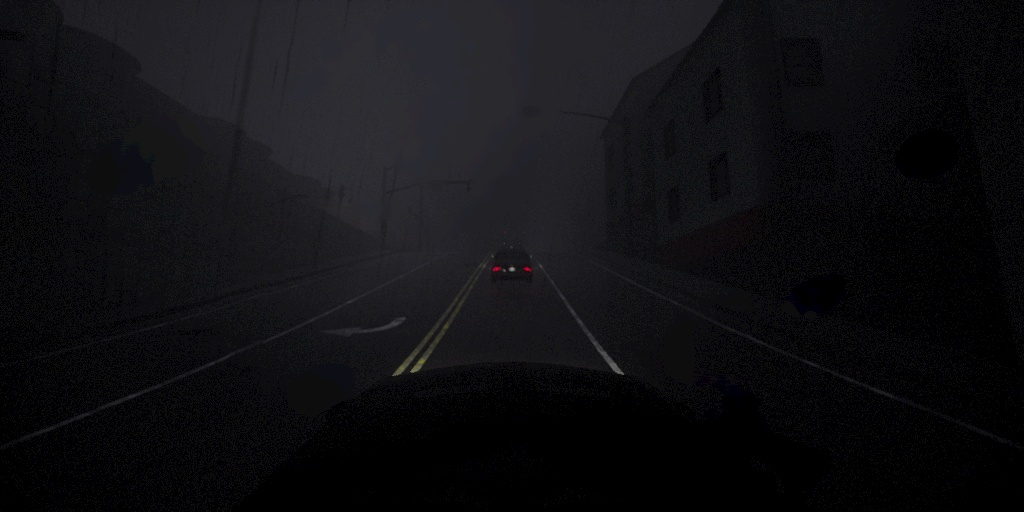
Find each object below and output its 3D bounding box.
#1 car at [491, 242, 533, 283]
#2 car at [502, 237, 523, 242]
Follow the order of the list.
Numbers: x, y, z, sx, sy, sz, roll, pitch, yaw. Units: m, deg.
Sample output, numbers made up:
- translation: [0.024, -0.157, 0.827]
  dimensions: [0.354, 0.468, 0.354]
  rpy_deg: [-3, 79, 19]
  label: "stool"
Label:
- translation: [-0.007, 0.335, 16.586]
  dimensions: [2.033, 1.411, 5.357]
  rpy_deg: [0, 5, 0]
  label: "car"
- translation: [0.025, -1.038, 33.235]
  dimensions: [1.812, 1.442, 4.674]
  rpy_deg: [0, 1, 2]
  label: "car"
